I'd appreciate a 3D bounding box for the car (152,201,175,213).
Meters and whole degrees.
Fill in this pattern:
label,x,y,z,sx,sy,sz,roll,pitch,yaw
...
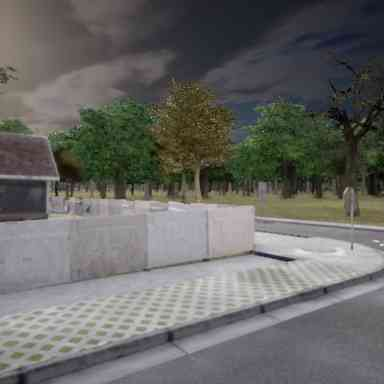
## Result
label,x,y,z,sx,sy,sz,roll,pitch,yaw
car,-3.263,1.533,30.263,1.994,1.385,4.181,1,-1,-36

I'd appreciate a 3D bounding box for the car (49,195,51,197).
label,x,y,z,sx,sy,sz,roll,pitch,yaw
car,-34.606,1.398,78.985,2.128,1.511,4.902,1,-1,-36

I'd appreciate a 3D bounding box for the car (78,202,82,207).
label,x,y,z,sx,sy,sz,roll,pitch,yaw
car,-15.907,1.538,48.097,1.895,1.301,4.718,1,-1,-35
